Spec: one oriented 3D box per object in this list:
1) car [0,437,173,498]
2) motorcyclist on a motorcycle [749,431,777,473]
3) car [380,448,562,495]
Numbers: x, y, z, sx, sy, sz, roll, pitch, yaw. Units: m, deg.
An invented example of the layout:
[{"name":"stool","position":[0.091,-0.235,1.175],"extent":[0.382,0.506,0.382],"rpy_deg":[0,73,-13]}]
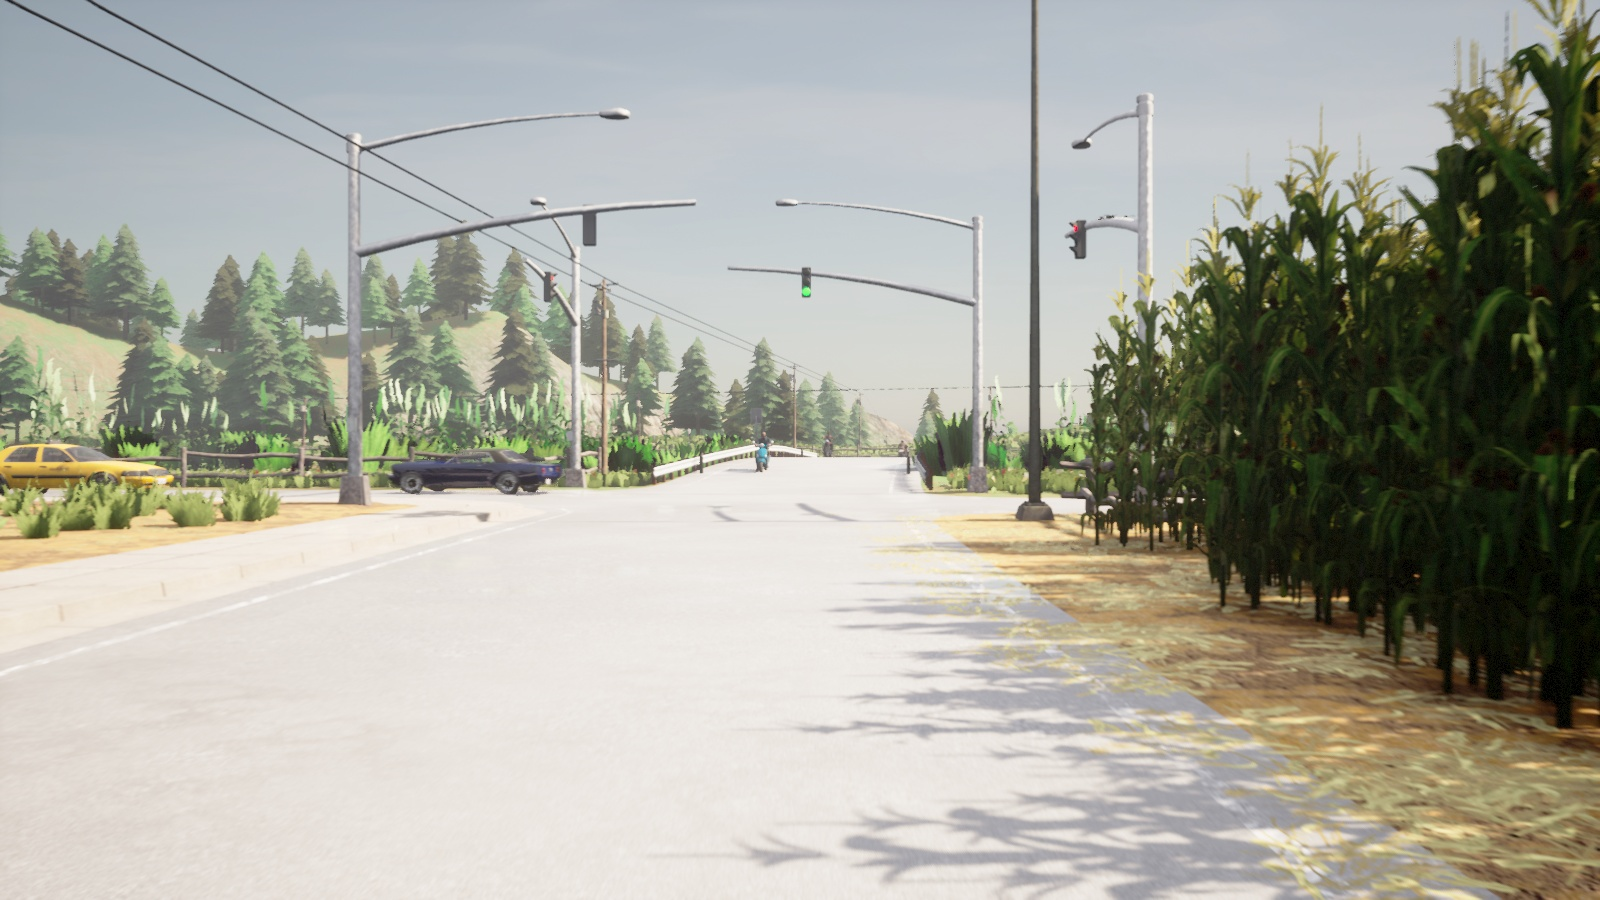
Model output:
[{"name":"car","position":[-19.789,0.446,33.416],"extent":[5.366,1.575,1.801],"rpy_deg":[0,0,3]},{"name":"motorcyclist on a motorcycle","position":[-1.443,0.060,49.920],"extent":[0.866,1.590,1.817],"rpy_deg":[0,3,6]},{"name":"car","position":[-9.488,0.601,36.360],"extent":[4.718,1.301,1.895],"rpy_deg":[0,0,8]}]
